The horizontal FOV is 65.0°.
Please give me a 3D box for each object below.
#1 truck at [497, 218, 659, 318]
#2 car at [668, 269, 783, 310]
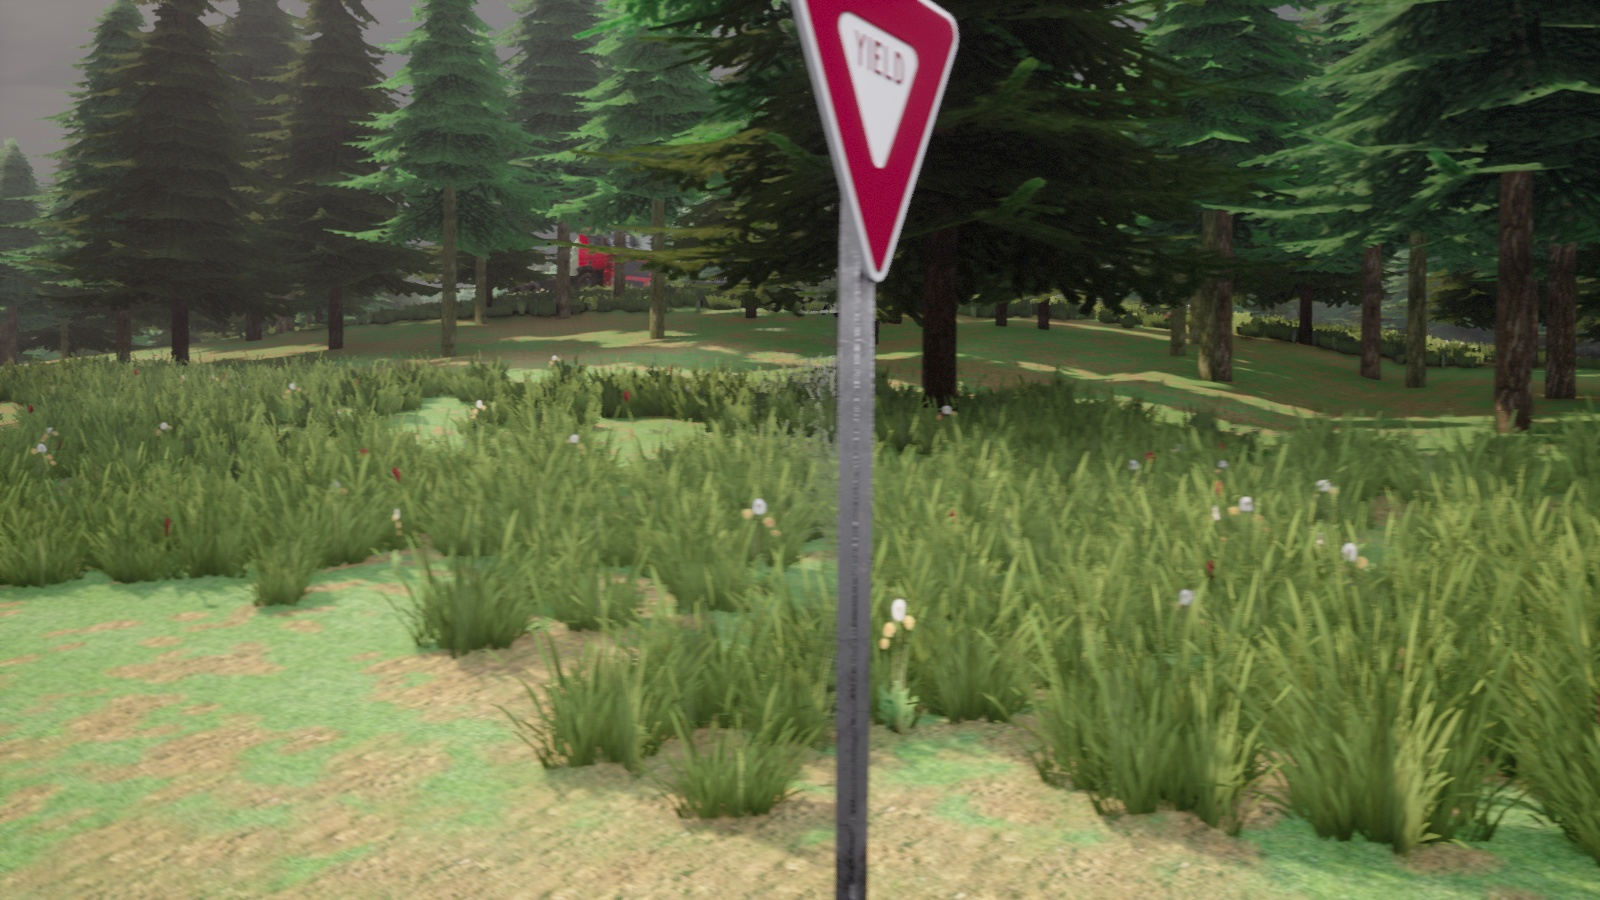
[{"bbox_3d":[-10.215,-8.150,57.281,7.936,3.462,2.891,-1,0,42],"label":"truck"},{"bbox_3d":[-3.359,-7.211,56.676,4.892,1.490,1.837,1,2,25],"label":"car"}]
